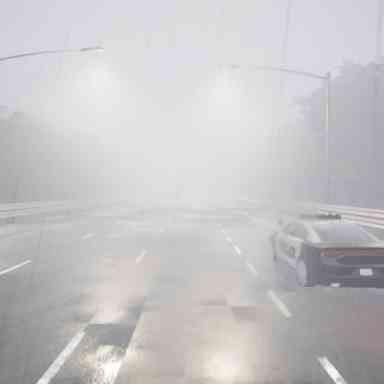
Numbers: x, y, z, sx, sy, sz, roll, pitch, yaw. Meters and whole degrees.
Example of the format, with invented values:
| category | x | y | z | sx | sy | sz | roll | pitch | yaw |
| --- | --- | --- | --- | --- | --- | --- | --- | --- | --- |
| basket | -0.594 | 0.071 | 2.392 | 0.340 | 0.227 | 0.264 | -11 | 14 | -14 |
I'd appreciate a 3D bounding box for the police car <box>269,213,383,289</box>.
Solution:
| category | x | y | z | sx | sy | sz | roll | pitch | yaw |
| --- | --- | --- | --- | --- | --- | --- | --- | --- | --- |
| police car | 3.511 | 1.416 | 9.300 | 1.930 | 1.638 | 5.238 | 0 | 0 | 0 |
